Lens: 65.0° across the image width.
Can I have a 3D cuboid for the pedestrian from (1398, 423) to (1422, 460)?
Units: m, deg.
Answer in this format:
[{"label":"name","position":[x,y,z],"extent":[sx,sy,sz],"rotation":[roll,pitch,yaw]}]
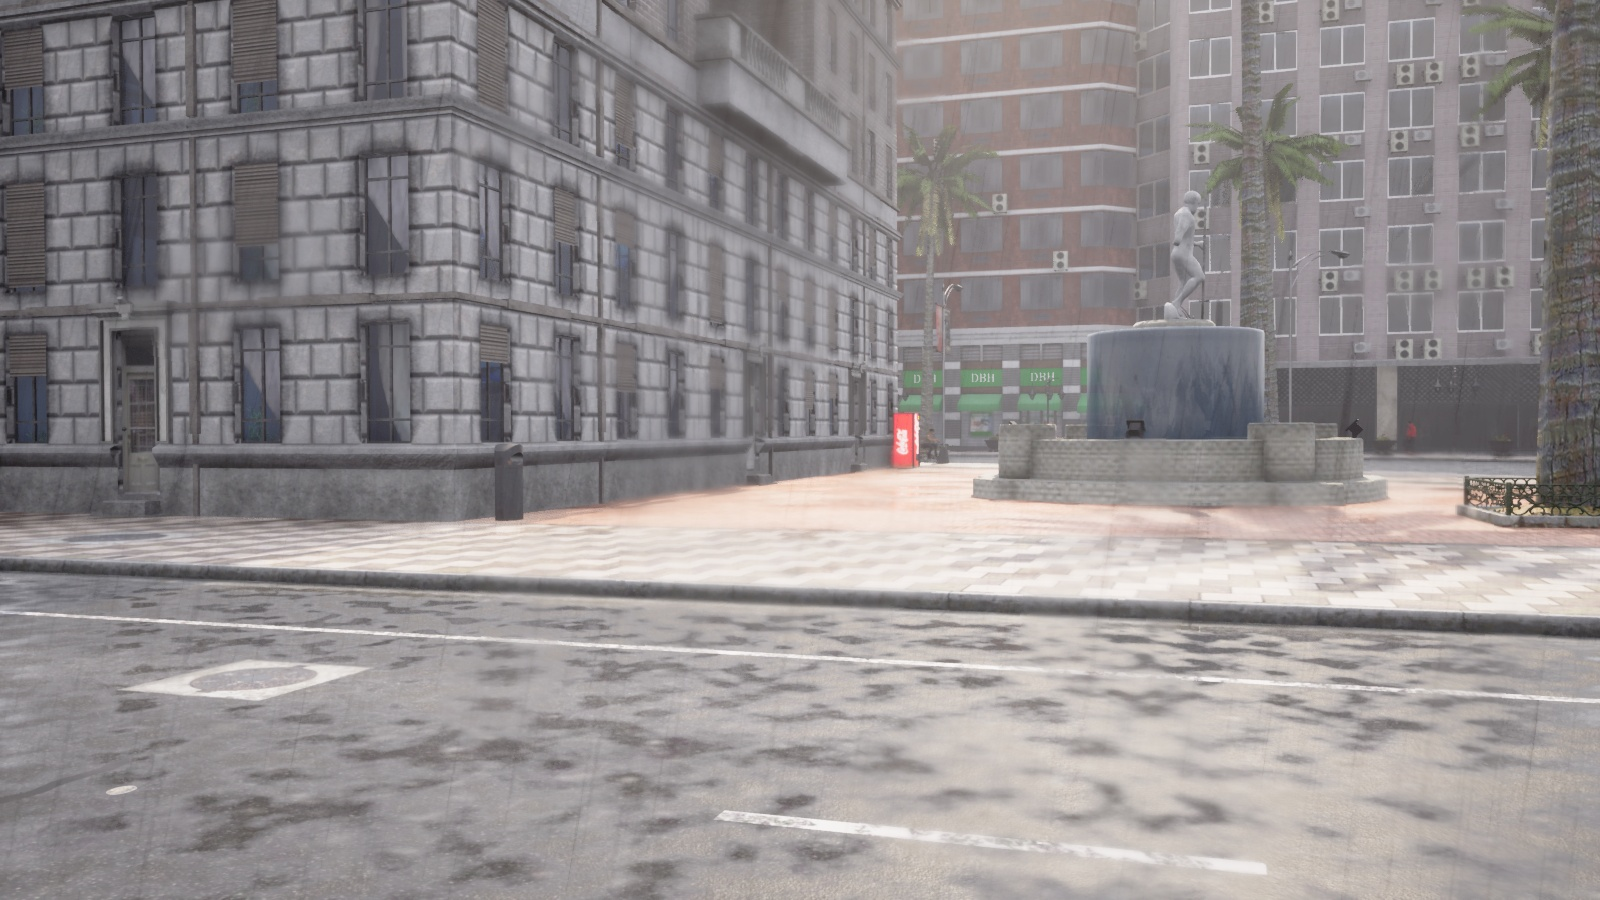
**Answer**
[{"label":"pedestrian","position":[30.717,-0.414,63.222],"extent":[0.899,1.844,0.634],"rotation":[1,1,43]}]
